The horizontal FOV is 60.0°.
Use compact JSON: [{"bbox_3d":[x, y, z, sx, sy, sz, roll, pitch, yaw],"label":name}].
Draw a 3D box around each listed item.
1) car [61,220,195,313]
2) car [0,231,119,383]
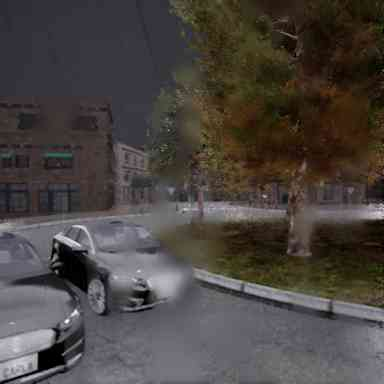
[{"bbox_3d":[-1.855,1.458,7.700,2.128,1.511,4.902,0,0,-36],"label":"car"},{"bbox_3d":[-3.284,1.462,5.193,2.128,1.511,4.902,0,0,-39],"label":"car"}]
